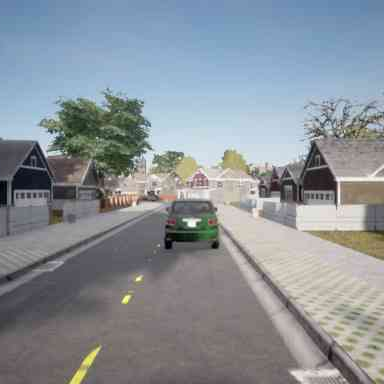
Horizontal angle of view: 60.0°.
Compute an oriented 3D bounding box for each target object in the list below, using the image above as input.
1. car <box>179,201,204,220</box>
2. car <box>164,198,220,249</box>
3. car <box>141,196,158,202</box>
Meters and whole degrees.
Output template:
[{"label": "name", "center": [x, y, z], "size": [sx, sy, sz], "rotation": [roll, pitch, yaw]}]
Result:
[{"label": "car", "center": [-0.017, 1.554, 29.652], "size": [2.033, 1.411, 5.357], "rotation": [0, 0, 0]}, {"label": "car", "center": [-0.006, 1.254, 14.681], "size": [2.150, 2.045, 5.566], "rotation": [0, 0, 0]}, {"label": "car", "center": [-9.489, 1.511, 73.460], "size": [2.033, 1.411, 5.357], "rotation": [0, 0, -31]}]
